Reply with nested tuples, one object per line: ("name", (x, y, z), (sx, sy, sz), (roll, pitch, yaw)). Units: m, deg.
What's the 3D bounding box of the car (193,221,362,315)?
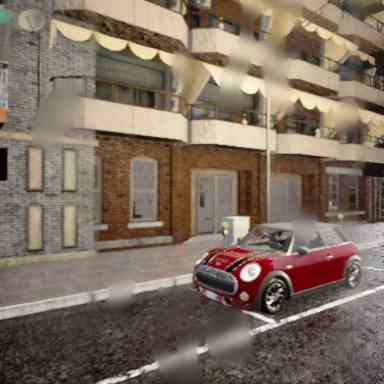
("car", (1.990, 1.442, 7.511), (4.097, 1.590, 1.967), (0, 0, -35))
